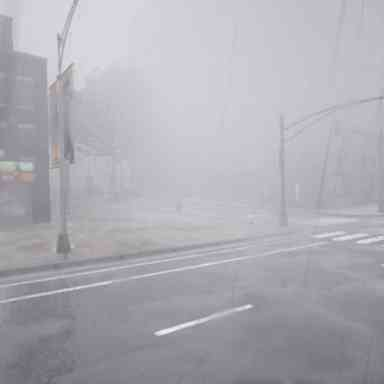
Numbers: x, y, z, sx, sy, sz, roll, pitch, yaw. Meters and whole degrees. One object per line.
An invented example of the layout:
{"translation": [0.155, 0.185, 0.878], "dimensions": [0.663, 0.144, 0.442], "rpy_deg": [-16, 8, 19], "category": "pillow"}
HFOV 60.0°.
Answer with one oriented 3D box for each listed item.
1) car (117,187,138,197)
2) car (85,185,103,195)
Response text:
{"translation": [-10.053, -0.052, 51.297], "dimensions": [1.837, 1.490, 4.892], "rpy_deg": [-2, 4, -35], "category": "car"}
{"translation": [-16.434, -0.385, 55.497], "dimensions": [2.128, 1.511, 4.902], "rpy_deg": [-2, 4, -35], "category": "car"}
